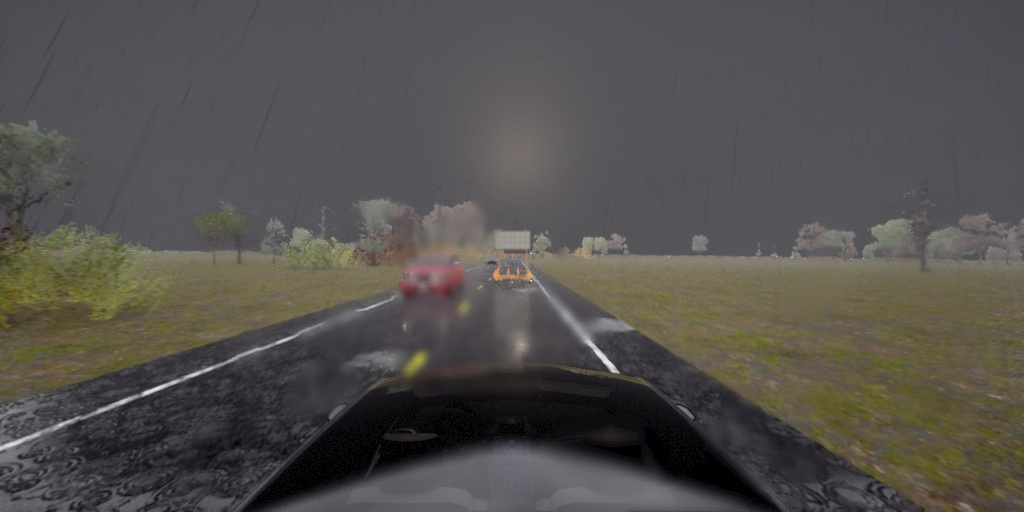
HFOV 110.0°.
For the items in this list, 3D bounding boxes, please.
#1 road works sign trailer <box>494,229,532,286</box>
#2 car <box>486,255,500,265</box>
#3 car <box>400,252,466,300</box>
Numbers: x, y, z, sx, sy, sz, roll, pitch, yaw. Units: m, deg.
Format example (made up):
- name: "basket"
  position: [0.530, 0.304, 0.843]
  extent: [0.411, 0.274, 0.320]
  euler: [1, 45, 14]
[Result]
- name: "road works sign trailer"
  position: [0.062, 0.043, 23.181]
  extent: [2.380, 3.560, 2.880]
  euler: [0, 0, -1]
- name: "car"
  position: [-3.194, 0.646, 59.705]
  extent: [2.097, 1.767, 4.553]
  euler: [0, 0, 1]
- name: "car"
  position: [-3.571, 0.846, 17.257]
  extent: [2.150, 2.045, 5.566]
  euler: [0, 0, 0]
